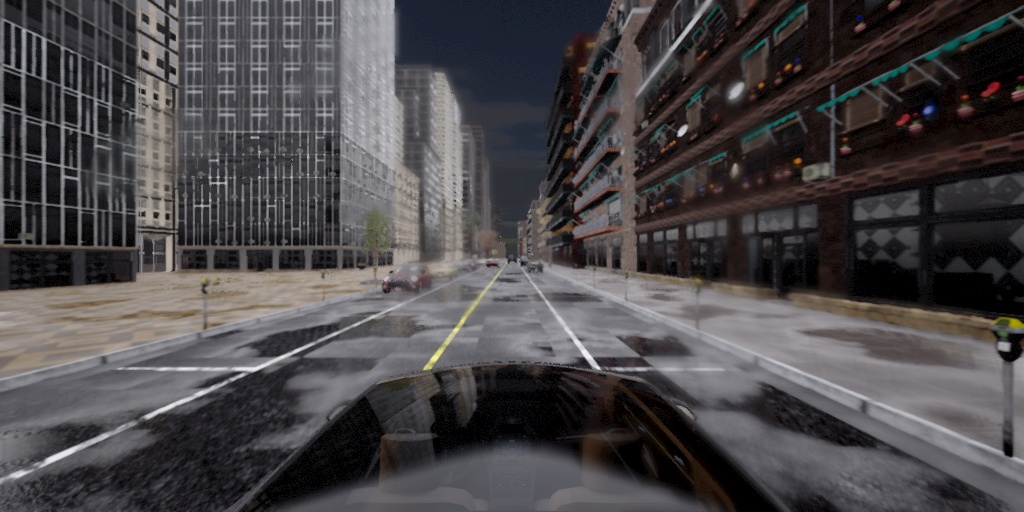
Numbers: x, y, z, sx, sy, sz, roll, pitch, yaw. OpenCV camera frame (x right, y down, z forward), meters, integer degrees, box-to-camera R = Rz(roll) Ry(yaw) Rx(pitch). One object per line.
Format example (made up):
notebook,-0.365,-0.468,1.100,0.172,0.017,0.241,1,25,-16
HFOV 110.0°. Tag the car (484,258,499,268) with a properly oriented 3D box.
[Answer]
car,-3.001,1.276,56.585,1.895,1.301,4.718,0,0,1

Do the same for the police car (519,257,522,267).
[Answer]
police car,2.427,1.099,62.940,1.930,1.638,5.238,0,0,0

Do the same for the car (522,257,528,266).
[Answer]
car,2.734,1.239,47.564,2.007,1.370,4.403,0,0,0

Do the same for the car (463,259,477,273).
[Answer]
car,-5.653,1.239,42.041,2.007,1.370,4.403,0,0,0

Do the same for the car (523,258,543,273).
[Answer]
car,2.728,1.245,42.031,2.007,1.370,4.403,0,0,0

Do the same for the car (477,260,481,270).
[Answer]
car,-5.647,1.122,47.573,1.967,1.591,4.097,0,0,0

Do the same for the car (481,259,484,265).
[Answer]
car,-5.641,1.227,53.105,2.007,1.370,4.403,0,0,0

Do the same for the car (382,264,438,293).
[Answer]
car,-5.676,1.156,19.909,1.967,1.591,4.097,0,0,0

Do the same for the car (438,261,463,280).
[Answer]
car,-5.664,1.227,30.805,1.751,1.417,4.829,0,0,0
